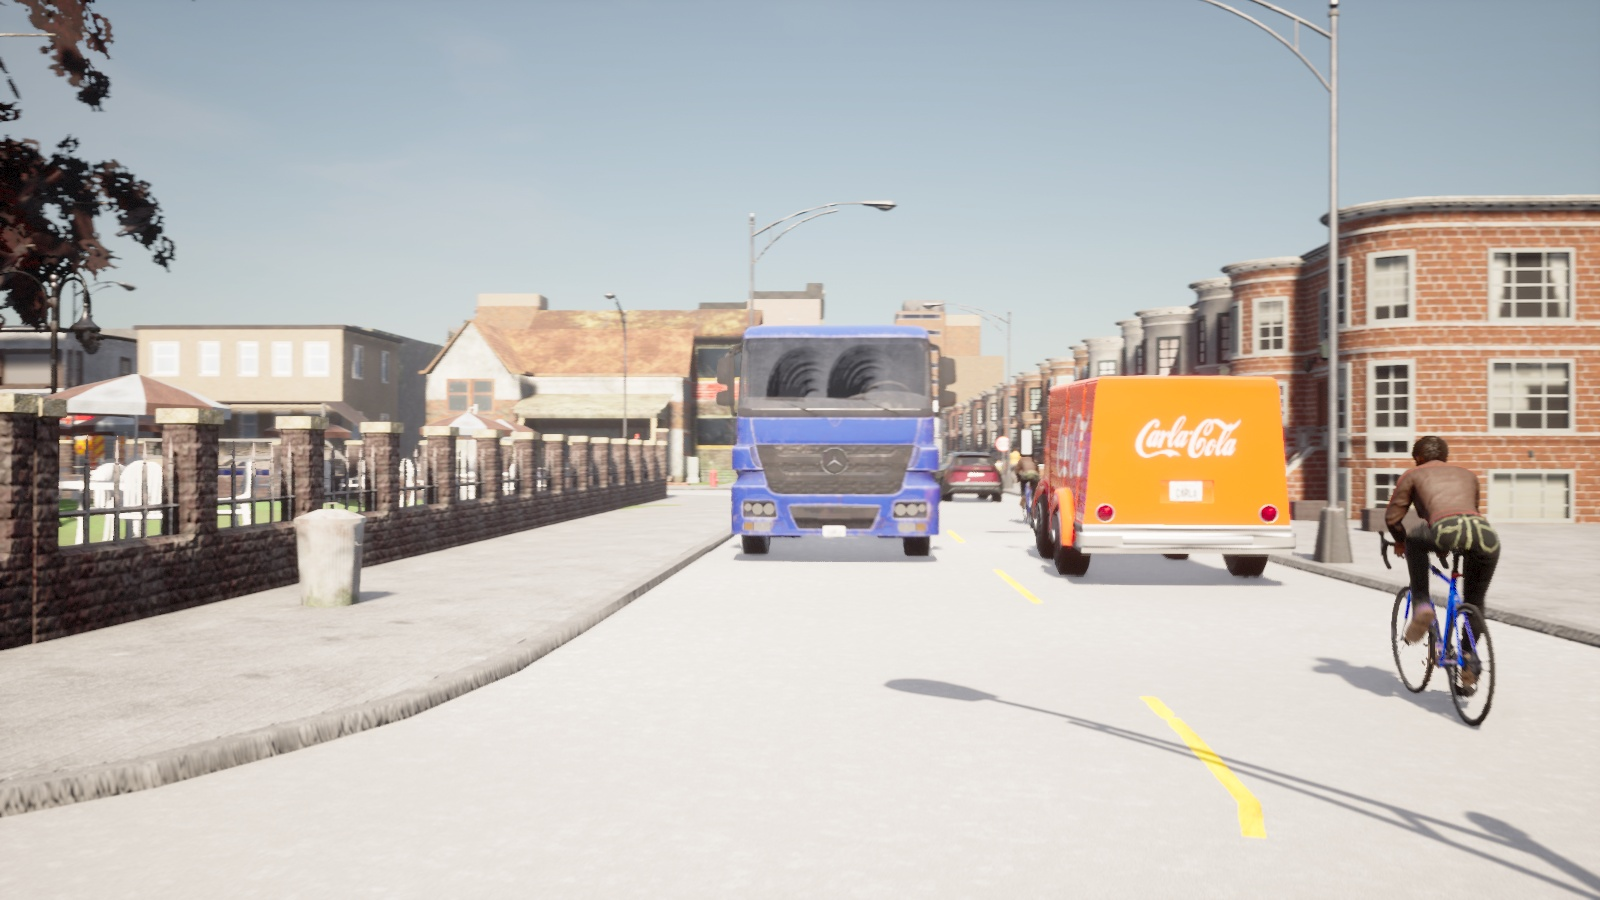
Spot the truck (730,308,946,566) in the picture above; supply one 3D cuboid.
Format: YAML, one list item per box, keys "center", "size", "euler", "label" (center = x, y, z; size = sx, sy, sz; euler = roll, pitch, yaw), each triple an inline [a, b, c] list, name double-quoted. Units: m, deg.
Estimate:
- center: [0.706, -0.159, 20.840]
  size: [2.891, 3.462, 7.936]
  euler: [0, 0, 3]
  label: "truck"

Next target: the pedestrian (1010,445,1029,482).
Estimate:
- center: [10.965, 0.682, 62.719]
  size: [0.874, 1.855, 0.900]
  euler: [0, 0, 8]
  label: "pedestrian"

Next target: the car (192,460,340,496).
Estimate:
- center: [-19.843, 1.046, 46.741]
  size: [4.718, 1.301, 1.895]
  euler: [0, 0, 3]
  label: "car"

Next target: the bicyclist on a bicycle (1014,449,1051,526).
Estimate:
- center: [5.033, 0.795, 27.277]
  size: [0.582, 1.620, 1.656]
  euler: [0, -1, 3]
  label: "bicyclist on a bicycle"

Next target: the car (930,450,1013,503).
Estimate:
- center: [5.626, 0.828, 41.791]
  size: [2.033, 1.649, 4.856]
  euler: [0, 0, -1]
  label: "car"

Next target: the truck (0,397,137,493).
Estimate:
- center: [-32.088, -0.187, 51.371]
  size: [8.468, 3.827, 2.891]
  euler: [0, 0, 3]
  label: "truck"

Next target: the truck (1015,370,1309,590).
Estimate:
- center: [4.514, 0.323, 16.758]
  size: [2.627, 2.467, 5.204]
  euler: [0, 0, 3]
  label: "truck"

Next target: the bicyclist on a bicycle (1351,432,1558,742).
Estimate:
- center: [3.806, 0.721, 7.440]
  size: [0.582, 1.620, 1.656]
  euler: [0, 0, 9]
  label: "bicyclist on a bicycle"
